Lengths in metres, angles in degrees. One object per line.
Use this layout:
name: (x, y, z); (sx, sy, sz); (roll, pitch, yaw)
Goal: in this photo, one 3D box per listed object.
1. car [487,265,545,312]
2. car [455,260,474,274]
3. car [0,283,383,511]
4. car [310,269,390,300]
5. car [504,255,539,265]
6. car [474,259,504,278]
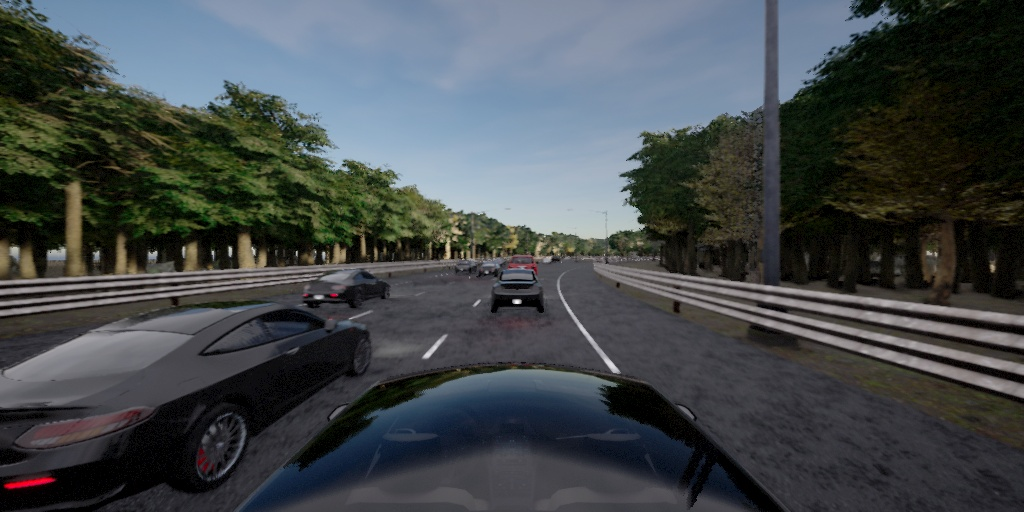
car: (0.245, 1.258, 14.233); (1.837, 1.490, 4.892); (0, 0, 2)
car: (-5.104, 1.235, 40.474); (2.128, 1.511, 4.902); (0, 0, 6)
car: (-3.400, 1.272, 4.418); (1.812, 1.442, 4.674); (0, 0, 1)
car: (-6.679, 1.269, 14.861); (1.812, 1.442, 4.674); (0, 0, 2)
car: (0.876, 0.977, 27.682); (2.150, 2.045, 5.566); (0, 0, 4)
car: (-2.064, 1.279, 34.422); (1.812, 1.442, 4.674); (0, 0, 5)
